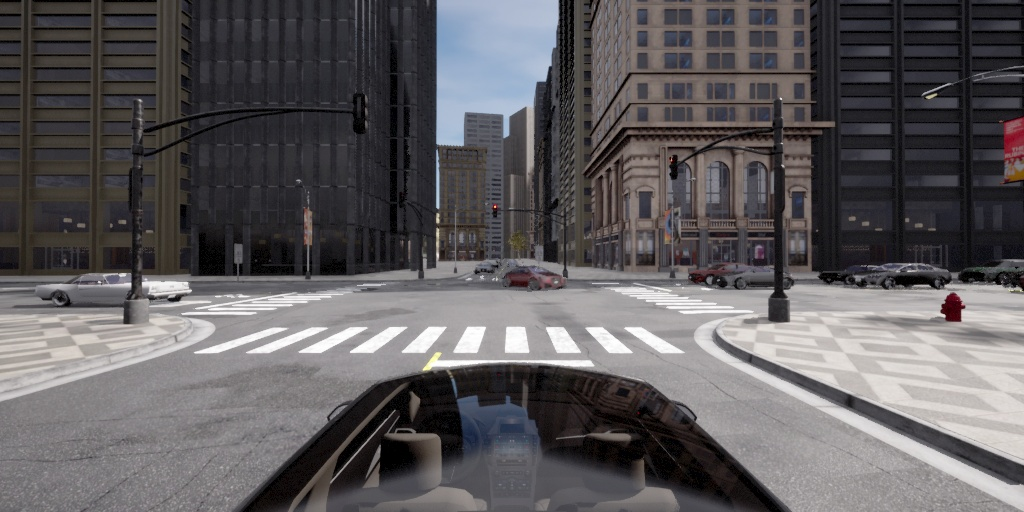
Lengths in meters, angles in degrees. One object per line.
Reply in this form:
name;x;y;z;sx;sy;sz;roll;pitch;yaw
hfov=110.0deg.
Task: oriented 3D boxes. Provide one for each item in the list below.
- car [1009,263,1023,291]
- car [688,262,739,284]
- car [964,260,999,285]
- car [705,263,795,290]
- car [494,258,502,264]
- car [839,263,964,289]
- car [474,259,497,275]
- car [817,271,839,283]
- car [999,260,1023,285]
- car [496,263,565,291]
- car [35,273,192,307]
car;28.898;1.217;18.250;4.181;1.385;1.994;0;0;0
car;14.907;1.216;24.927;5.008;1.535;1.882;0;0;0
car;34.218;1.043;24.929;4.553;1.767;2.097;0;0;0
car;14.480;1.279;21.671;4.181;1.385;1.994;0;0;0
car;-3.055;1.319;57.112;1.882;1.535;5.008;0;0;0
car;23.391;1.184;21.680;4.902;1.511;2.128;0;0;0
car;-3.058;1.363;40.080;1.994;1.385;4.181;0;0;-1
car;24.251;1.316;24.934;4.718;1.301;1.895;0;0;0
car;33.351;1.021;21.679;4.553;1.767;2.097;0;0;0
car;1.238;1.312;21.744;1.994;1.385;4.181;0;0;-38
car;-16.375;1.366;14.947;4.718;1.301;1.895;0;0;0
